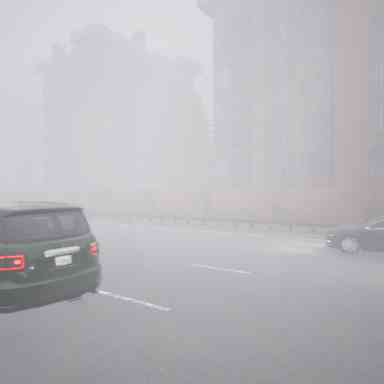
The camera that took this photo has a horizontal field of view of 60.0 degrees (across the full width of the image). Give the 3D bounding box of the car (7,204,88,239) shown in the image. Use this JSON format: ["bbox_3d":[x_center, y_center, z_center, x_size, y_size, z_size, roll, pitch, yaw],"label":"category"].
[{"bbox_3d":[-8.040,1.506,18.337,4.892,1.490,1.837,1,0,36],"label":"car"}]

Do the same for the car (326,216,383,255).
[{"bbox_3d":[7.314,1.502,11.672,4.892,1.490,1.837,-1,0,36],"label":"car"}]

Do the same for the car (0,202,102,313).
[{"bbox_3d":[-4.311,1.222,7.074,5.566,2.045,2.150,0,0,36],"label":"car"}]

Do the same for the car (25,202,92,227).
[{"bbox_3d":[-9.553,1.489,23.722,4.902,1.511,2.128,0,0,36],"label":"car"}]
